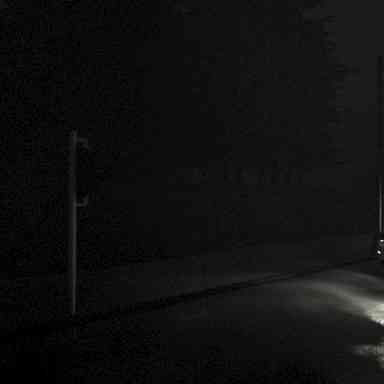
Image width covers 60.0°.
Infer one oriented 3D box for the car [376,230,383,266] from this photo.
[{"bbox_3d":[7.984,1.309,10.301,5.566,2.045,2.150,0,0,-35],"label":"car"}]
